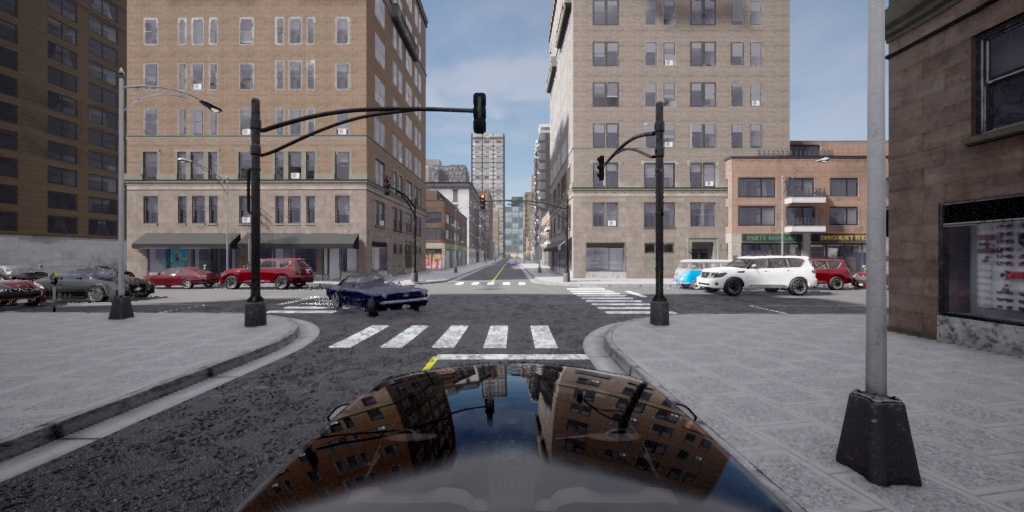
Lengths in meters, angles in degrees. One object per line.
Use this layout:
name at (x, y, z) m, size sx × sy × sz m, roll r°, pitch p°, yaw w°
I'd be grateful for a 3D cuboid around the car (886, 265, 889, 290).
car at (22.921, 1.280, 19.065) m, size 4.892 × 1.490 × 1.837 m, roll 0°, pitch 0°, yaw 0°

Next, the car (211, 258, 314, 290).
car at (-14.913, 1.058, 22.035) m, size 5.009 × 1.841 × 2.192 m, roll 0°, pitch 0°, yaw 0°

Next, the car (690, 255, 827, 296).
car at (12.956, 0.989, 19.119) m, size 5.566 × 2.045 × 2.150 m, roll 0°, pitch 0°, yaw 0°

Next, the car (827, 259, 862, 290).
car at (17.630, 1.085, 21.853) m, size 5.009 × 1.841 × 2.192 m, roll 0°, pitch 0°, yaw 0°

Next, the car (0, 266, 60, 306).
car at (-20.459, 1.179, 13.540) m, size 4.097 × 1.591 × 1.967 m, roll 0°, pitch 0°, yaw 0°

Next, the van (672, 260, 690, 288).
van at (12.034, 1.107, 21.884) m, size 3.998 × 1.789 × 1.690 m, roll 0°, pitch 0°, yaw 0°

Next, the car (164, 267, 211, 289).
car at (-20.437, 1.320, 22.066) m, size 4.207 × 1.307 × 1.802 m, roll 0°, pitch 0°, yaw 0°

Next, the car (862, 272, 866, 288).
car at (23.226, 1.215, 21.821) m, size 4.097 × 1.591 × 1.967 m, roll 0°, pitch 0°, yaw 0°

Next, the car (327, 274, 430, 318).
car at (-5.048, 1.352, 13.280) m, size 4.718 × 1.301 × 1.895 m, roll 0°, pitch 0°, yaw 43°

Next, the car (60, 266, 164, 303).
car at (-18.781, 1.305, 16.098) m, size 4.181 × 1.385 × 1.994 m, roll 0°, pitch 0°, yaw 0°
